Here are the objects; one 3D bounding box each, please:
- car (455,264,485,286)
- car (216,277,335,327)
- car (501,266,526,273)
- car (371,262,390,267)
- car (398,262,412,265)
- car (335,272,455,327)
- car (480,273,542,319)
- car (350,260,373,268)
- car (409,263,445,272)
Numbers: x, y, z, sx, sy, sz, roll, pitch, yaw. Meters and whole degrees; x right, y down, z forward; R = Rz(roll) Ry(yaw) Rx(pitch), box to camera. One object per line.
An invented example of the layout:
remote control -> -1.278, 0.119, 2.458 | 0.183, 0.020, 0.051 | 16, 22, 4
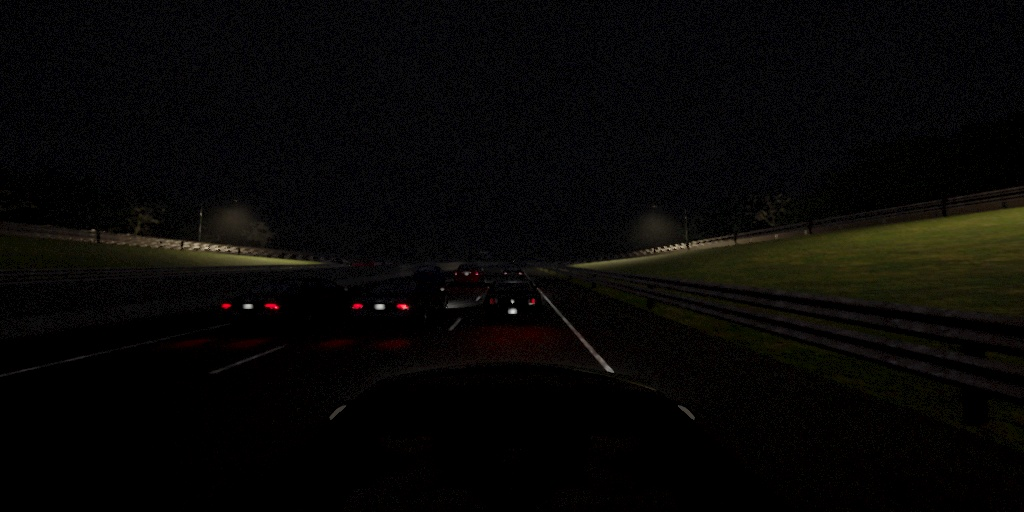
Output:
car -> -3.398, 1.405, 29.098 | 2.097, 1.767, 4.553 | 0, -1, 1
car -> -6.972, 1.415, 12.020 | 2.033, 1.411, 5.357 | 0, -1, 1
car -> 0.102, 1.545, 29.129 | 2.128, 1.511, 4.902 | 0, -1, 1
car -> -20.848, 1.943, 58.603 | 1.994, 1.385, 4.181 | 0, -1, 1
car -> -17.355, 1.732, 58.659 | 2.097, 1.767, 4.553 | 0, -1, 1
car -> -3.471, 1.414, 11.976 | 2.033, 1.411, 5.357 | 0, -1, 1
car -> 0.049, 1.484, 13.526 | 1.895, 1.301, 4.718 | 0, -1, 1
car -> -24.337, 1.600, 58.525 | 2.150, 2.045, 5.566 | 0, -1, 1
car -> -6.885, 1.545, 30.315 | 1.882, 1.535, 5.008 | 0, 0, 1
